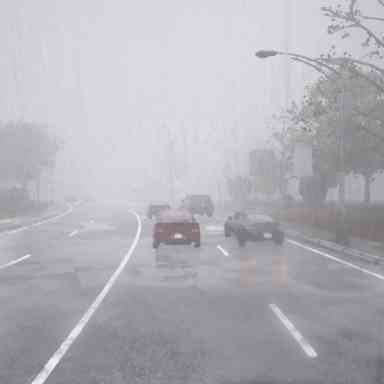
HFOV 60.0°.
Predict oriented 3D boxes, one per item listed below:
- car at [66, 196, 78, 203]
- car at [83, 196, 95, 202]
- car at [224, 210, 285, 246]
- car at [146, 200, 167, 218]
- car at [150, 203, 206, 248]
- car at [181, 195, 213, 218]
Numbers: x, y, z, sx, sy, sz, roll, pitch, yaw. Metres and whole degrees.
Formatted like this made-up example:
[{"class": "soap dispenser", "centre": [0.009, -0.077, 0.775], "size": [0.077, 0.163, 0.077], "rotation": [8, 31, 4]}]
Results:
[{"class": "car", "centre": [-25.018, 1.475, 69.054], "size": [1.994, 1.385, 4.181], "rotation": [0, 0, -28]}, {"class": "car", "centre": [-22.003, 1.468, 70.832], "size": [2.033, 1.411, 5.357], "rotation": [0, 0, -28]}, {"class": "car", "centre": [2.713, 1.534, 15.167], "size": [1.812, 1.442, 4.674], "rotation": [0, 0, -6]}, {"class": "car", "centre": [-3.066, 1.485, 29.809], "size": [1.882, 1.535, 5.008], "rotation": [0, 0, -12]}, {"class": "car", "centre": [-0.769, 1.484, 14.813], "size": [1.882, 1.535, 5.008], "rotation": [0, 0, -6]}, {"class": "car", "centre": [0.356, 1.263, 30.544], "size": [2.150, 2.045, 5.566], "rotation": [0, 0, -12]}]
